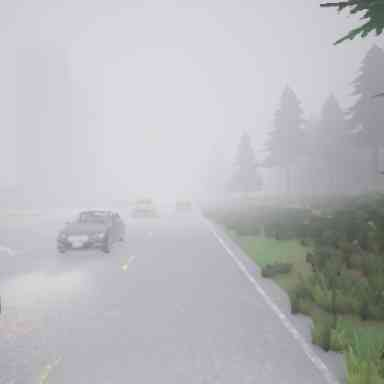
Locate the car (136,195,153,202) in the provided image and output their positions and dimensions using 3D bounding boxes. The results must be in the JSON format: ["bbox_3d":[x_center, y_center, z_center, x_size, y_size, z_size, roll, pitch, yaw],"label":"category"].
[{"bbox_3d":[-11.918,1.576,83.390,3.988,1.617,1.851,0,0,-2],"label":"car"}]

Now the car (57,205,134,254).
[{"bbox_3d":[-3.966,1.517,13.771,2.128,1.511,4.902,0,0,-2],"label":"car"}]

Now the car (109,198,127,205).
[{"bbox_3d":[-10.483,1.624,50.409,4.181,1.381,1.994,0,0,-2],"label":"car"}]

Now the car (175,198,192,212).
[{"bbox_3d":[-1.003,1.497,39.309,1.882,1.535,5.008,0,0,-2],"label":"car"}]

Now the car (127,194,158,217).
[{"bbox_3d":[-4.406,1.386,31.012,2.097,1.767,4.553,0,0,-1],"label":"car"}]

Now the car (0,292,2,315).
[{"bbox_3d":[-3.648,1.621,2.605,1.895,1.301,4.718,0,0,-2],"label":"car"}]
